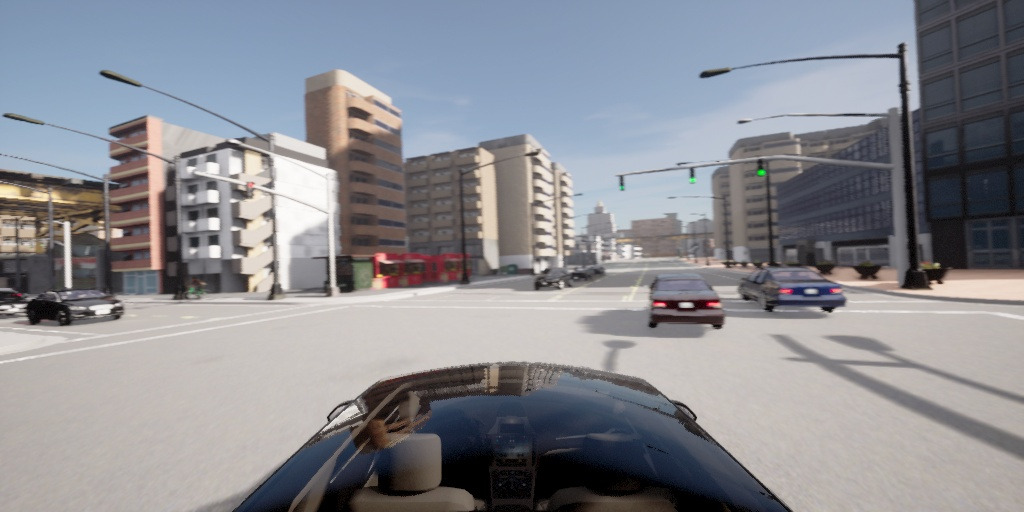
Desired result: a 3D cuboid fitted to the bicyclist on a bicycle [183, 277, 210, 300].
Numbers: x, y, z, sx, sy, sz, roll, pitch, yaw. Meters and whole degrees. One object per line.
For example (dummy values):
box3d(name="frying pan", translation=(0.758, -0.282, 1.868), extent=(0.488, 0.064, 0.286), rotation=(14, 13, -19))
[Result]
box3d(name="bicyclist on a bicycle", translation=(-22.380, 2.301, 25.454), extent=(0.582, 1.620, 1.656), rotation=(-3, -1, 22))

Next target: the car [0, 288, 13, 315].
box3d(name="car", translation=(-28.647, 2.718, 19.896), extent=(4.674, 1.442, 1.812), rotation=(-3, -1, 22))

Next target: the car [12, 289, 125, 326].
box3d(name="car", translation=(-20.098, 2.279, 16.510), extent=(4.902, 1.511, 2.128), rotation=(-3, -1, 22))

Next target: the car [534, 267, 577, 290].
box3d(name="car", translation=(2.964, 1.538, 25.291), extent=(1.837, 1.490, 4.892), rotation=(-3, -1, 21))

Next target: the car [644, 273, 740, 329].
box3d(name="car", translation=(5.085, 1.227, 10.925), extent=(2.033, 1.411, 5.357), rotation=(-3, -1, 21))

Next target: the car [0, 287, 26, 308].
box3d(name="car", translation=(-41.889, 3.373, 29.000), extent=(4.892, 1.490, 1.837), rotation=(-3, -1, 22))

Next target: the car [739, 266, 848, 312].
box3d(name="car", translation=(9.504, 1.067, 12.660), extent=(2.033, 1.411, 5.357), rotation=(-3, -1, 21))

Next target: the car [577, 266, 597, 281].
box3d(name="car", translation=(6.619, 1.718, 34.689), extent=(1.895, 1.301, 4.718), rotation=(-3, -2, 22))

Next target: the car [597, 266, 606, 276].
box3d(name="car", translation=(10.327, 1.830, 44.170), extent=(1.895, 1.301, 4.718), rotation=(-3, -2, 22))
